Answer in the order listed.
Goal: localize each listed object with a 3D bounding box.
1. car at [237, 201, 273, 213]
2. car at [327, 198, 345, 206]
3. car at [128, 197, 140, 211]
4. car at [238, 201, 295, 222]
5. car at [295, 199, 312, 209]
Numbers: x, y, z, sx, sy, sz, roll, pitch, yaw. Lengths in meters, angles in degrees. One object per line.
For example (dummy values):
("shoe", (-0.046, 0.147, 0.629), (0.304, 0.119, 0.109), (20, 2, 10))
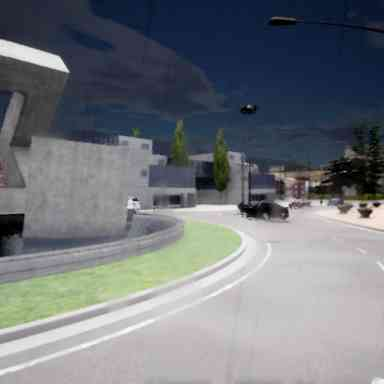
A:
("car", (8.207, 1.896, 43.331), (4.718, 1.301, 1.895), (0, -1, -36))
("car", (26.254, 1.830, 60.478), (1.812, 1.442, 4.674), (-1, -1, 44))
("car", (-9.130, 1.617, 40.684), (5.566, 2.045, 2.150), (-1, -1, 11))
("car", (6.266, 1.671, 28.956), (1.882, 1.535, 5.008), (0, -1, -25))
("car", (16.554, 1.820, 50.615), (4.674, 1.442, 1.812), (0, -1, -45))
